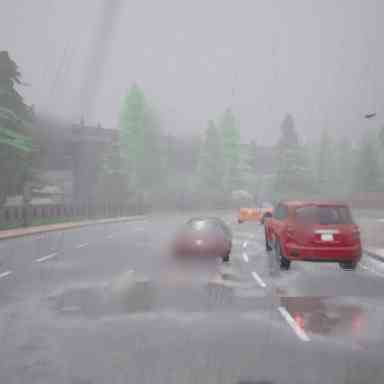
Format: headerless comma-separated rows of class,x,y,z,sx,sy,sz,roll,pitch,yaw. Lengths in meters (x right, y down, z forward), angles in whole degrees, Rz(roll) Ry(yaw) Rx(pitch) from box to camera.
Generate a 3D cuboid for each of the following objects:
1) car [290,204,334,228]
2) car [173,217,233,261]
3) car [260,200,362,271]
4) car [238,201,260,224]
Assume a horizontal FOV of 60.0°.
car,8.951,1.661,24.569,1.812,1.442,4.674,0,0,37
car,0.535,1.635,12.712,1.994,1.385,4.181,0,0,8
car,3.816,1.286,11.398,2.150,2.045,5.566,0,0,6
car,5.323,1.492,25.474,2.097,1.767,4.553,0,0,34
